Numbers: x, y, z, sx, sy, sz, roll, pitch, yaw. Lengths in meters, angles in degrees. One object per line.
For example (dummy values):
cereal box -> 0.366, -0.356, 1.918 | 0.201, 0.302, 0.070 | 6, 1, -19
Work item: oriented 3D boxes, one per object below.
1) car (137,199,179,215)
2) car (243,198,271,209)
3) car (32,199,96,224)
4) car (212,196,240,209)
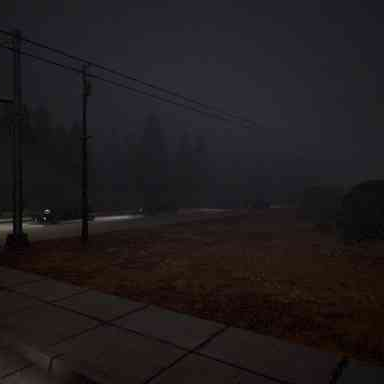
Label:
car -> -3.364, 1.444, 33.246 | 2.128, 1.511, 4.902 | 0, 0, 37
car -> 8.468, 1.469, 42.997 | 1.895, 1.301, 4.718 | 0, 0, 37
car -> -9.522, 1.359, 24.942 | 2.097, 1.767, 4.553 | 0, 0, 37
car -> 4.528, 1.363, 43.849 | 1.882, 1.535, 5.008 | 0, 1, 37
